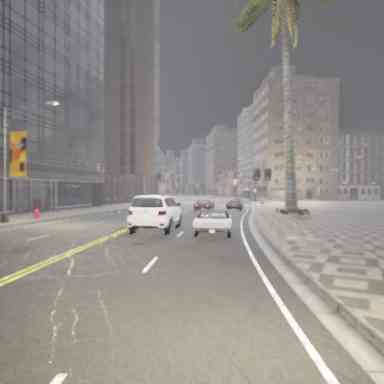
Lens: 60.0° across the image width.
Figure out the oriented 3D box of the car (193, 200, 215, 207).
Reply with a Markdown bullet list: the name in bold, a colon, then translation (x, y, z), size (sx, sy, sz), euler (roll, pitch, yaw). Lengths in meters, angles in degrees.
- **car**: translation (1.492, 1.525, 38.637), size (1.895, 1.301, 4.718), euler (0, 0, 11)

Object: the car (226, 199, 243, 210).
- **car**: translation (5.258, 1.504, 41.210), size (1.994, 1.385, 4.181), euler (0, 0, 10)

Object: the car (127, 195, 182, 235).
- **car**: translation (-1.948, 1.172, 18.729), size (2.150, 2.045, 5.566), euler (0, 0, 7)

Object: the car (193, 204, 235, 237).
- **car**: translation (1.215, 1.570, 17.958), size (1.895, 1.301, 4.718), euler (0, 0, 7)
